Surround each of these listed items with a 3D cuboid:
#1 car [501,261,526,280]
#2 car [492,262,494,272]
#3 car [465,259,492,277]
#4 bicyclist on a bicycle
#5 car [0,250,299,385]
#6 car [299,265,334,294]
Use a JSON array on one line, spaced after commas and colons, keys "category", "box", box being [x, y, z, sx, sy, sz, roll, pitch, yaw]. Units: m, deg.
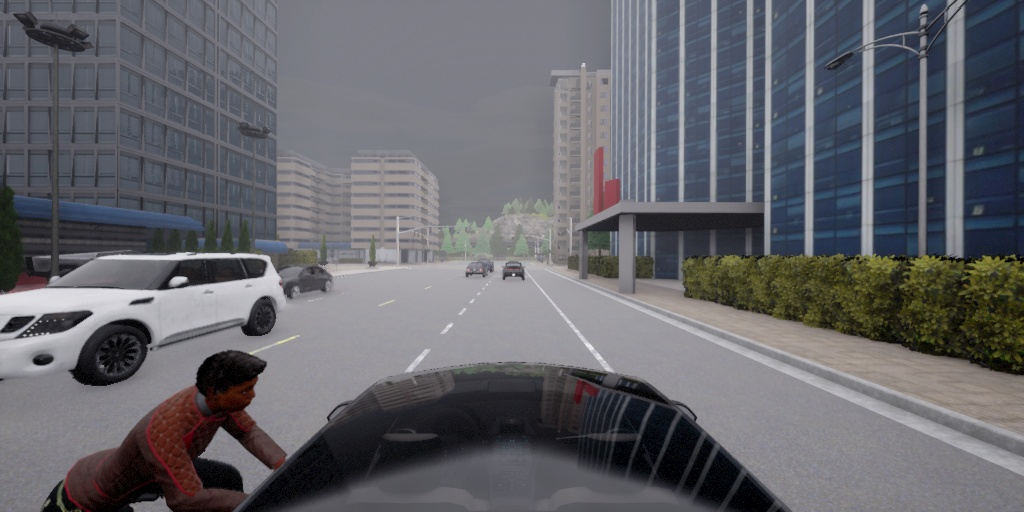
[{"category": "car", "box": [0.139, 1.263, 31.717, 1.837, 1.490, 4.892, 0, 0, 0]}, {"category": "car", "box": [-3.354, 1.091, 44.285, 2.097, 1.767, 4.553, 0, 0, 1]}, {"category": "car", "box": [-3.368, 1.285, 34.746, 2.033, 1.411, 5.357, 0, 0, 0]}, {"category": "bicyclist on a bicycle", "box": [-1.393, 1.239, 1.631, 1.656, 1.620, 0.582, -1, 7, -10]}, {"category": "car", "box": [-7.134, 0.933, 7.290, 2.150, 2.045, 5.566, 0, 0, 0]}, {"category": "car", "box": [-10.588, 1.200, 17.513, 1.837, 1.490, 4.892, 0, -1, 0]}]
